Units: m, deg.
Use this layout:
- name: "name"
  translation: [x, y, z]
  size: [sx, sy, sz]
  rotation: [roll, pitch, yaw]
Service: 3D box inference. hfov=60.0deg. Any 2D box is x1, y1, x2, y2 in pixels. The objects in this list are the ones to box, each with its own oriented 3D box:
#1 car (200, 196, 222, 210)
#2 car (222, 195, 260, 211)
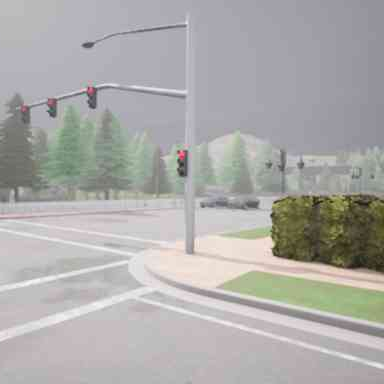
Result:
- name: "car"
  translation: [2.882, 1.227, 39.187]
  size: [1.837, 1.490, 4.892]
  rotation: [1, 0, 39]
- name: "car"
  translation: [5.825, 1.120, 37.258]
  size: [2.097, 1.767, 4.553]
  rotation: [1, 1, 39]
